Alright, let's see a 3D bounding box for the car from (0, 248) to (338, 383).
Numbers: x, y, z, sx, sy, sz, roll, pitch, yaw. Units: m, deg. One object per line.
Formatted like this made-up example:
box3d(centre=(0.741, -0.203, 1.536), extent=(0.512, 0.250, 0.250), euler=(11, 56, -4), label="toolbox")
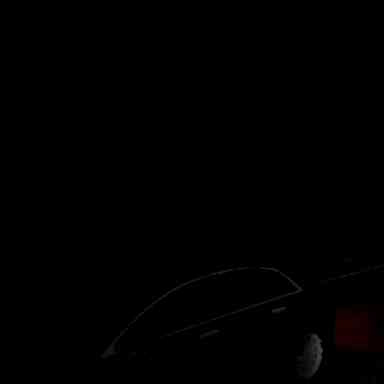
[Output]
box3d(centre=(-0.302, 1.507, 3.777), extent=(4.892, 1.490, 1.837), euler=(0, 0, -36), label="car")
